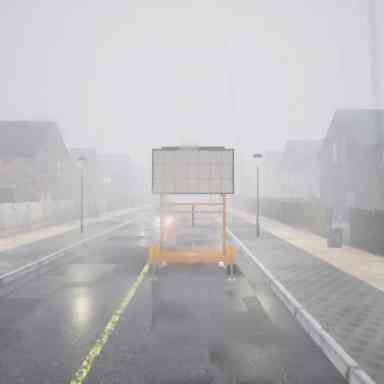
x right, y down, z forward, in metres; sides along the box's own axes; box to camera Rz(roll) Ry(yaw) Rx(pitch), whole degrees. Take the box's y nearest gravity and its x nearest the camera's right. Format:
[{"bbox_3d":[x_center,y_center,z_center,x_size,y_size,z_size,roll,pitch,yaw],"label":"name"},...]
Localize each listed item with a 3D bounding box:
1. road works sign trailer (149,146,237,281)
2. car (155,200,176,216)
[{"bbox_3d":[0.031,0.465,9.831,2.380,3.560,2.880,0,0,1],"label":"road works sign trailer"},{"bbox_3d":[-2.661,1.545,33.843,2.128,1.511,4.902,0,0,0],"label":"car"}]
